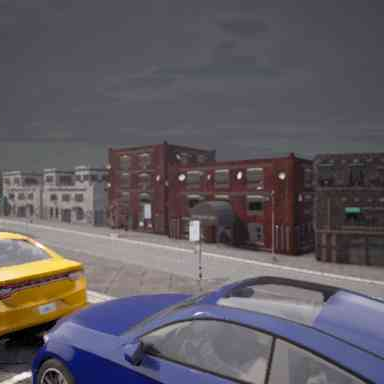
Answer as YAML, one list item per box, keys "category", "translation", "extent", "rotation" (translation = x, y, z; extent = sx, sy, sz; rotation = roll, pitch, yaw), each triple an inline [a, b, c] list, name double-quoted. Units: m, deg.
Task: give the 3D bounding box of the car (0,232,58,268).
- category: "car"
  translation: [-4.047, 1.468, 6.031]
  extent: [5.008, 1.535, 2.097]
  rotation: [0, 0, 34]

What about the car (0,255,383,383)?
- category: "car"
  translation: [0.528, 1.516, 2.892]
  extent: [4.674, 1.452, 2.002]
  rotation: [0, 0, 36]
